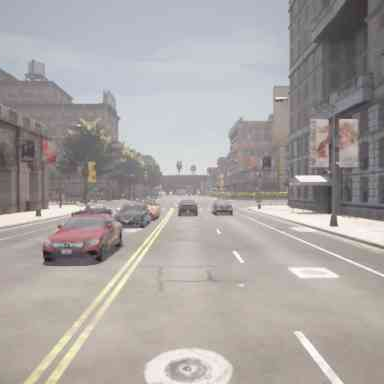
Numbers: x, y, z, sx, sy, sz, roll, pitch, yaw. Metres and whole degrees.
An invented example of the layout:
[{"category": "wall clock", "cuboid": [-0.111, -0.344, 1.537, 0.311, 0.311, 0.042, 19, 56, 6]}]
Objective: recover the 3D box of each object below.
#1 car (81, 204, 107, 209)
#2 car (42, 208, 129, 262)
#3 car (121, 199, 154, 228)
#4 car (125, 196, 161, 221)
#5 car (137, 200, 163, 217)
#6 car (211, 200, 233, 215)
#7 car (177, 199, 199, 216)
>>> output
[{"category": "car", "cuboid": [-7.359, 1.599, 24.697, 1.895, 1.301, 4.718, 0, 0, 0]}, {"category": "car", "cuboid": [-3.755, 1.524, 12.216, 1.812, 1.442, 4.674, 0, 0, -1]}, {"category": "car", "cuboid": [-3.898, 1.501, 22.188, 1.837, 1.490, 4.892, 0, 0, -1]}, {"category": "car", "cuboid": [-3.873, 1.360, 27.333, 2.097, 1.767, 4.553, 0, 0, -1]}, {"category": "car", "cuboid": [-4.072, 1.545, 33.076, 2.033, 1.411, 5.357, 0, 0, -1]}, {"category": "car", "cuboid": [3.020, 1.545, 33.741, 2.033, 1.411, 5.357, 0, 0, -1]}, {"category": "car", "cuboid": [-0.406, 1.502, 32.627, 1.837, 1.490, 4.892, 0, 0, -1]}]
